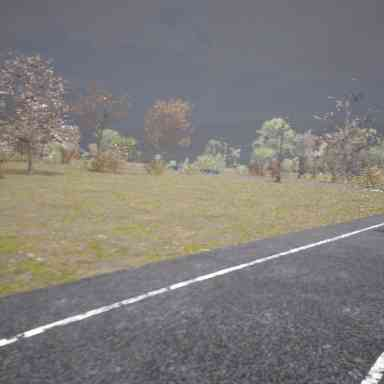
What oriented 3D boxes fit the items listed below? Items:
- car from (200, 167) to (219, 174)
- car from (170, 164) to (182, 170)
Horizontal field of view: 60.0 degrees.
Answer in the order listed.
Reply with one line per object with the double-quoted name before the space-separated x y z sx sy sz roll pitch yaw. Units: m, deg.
"car" 3.867 -4.812 73.656 4.902 1.511 2.128 9 7 43
"car" -3.311 -6.011 80.529 4.892 1.490 1.837 9 7 43
